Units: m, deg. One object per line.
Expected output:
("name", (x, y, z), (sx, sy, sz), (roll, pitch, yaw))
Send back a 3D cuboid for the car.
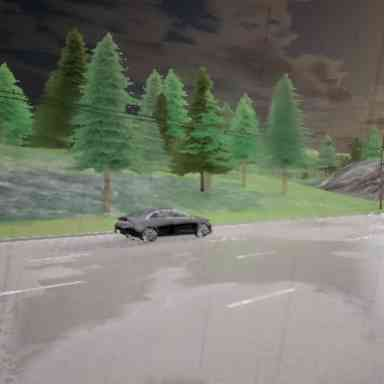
("car", (-1.205, 1.498, 15.814), (4.902, 1.511, 2.128), (0, 0, -35))
